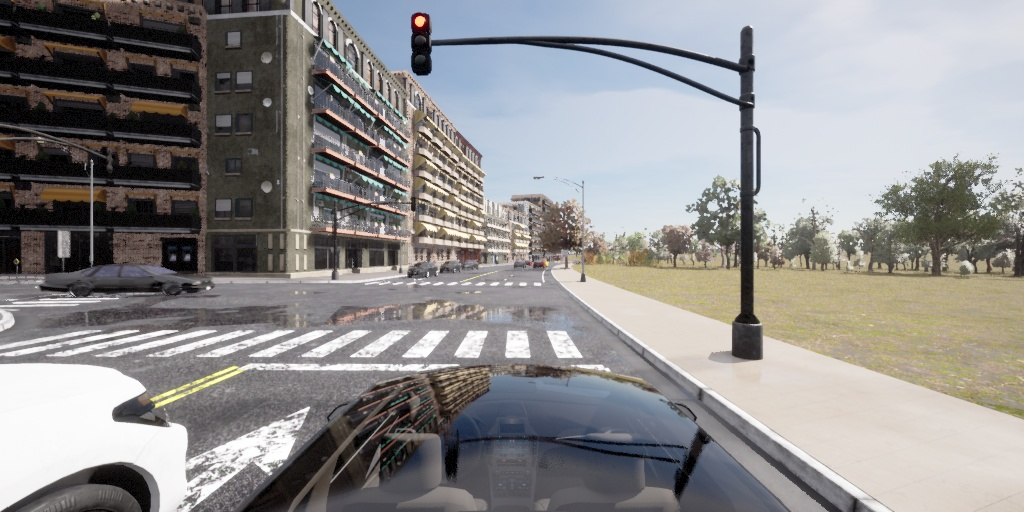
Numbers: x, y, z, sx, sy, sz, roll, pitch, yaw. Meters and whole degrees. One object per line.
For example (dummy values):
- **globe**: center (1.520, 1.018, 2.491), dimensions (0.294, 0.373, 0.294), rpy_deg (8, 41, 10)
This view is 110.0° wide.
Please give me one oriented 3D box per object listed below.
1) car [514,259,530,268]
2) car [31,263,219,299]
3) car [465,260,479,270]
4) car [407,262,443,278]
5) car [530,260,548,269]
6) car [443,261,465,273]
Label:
- **car**: center (1.445, 1.425, 63.823), dimensions (2.128, 1.511, 4.902), rpy_deg (0, 0, 9)
- **car**: center (-16.788, 1.061, 15.987), dimensions (5.357, 1.411, 2.033), rpy_deg (1, 0, -19)
- **car**: center (-6.396, 1.378, 54.941), dimensions (2.128, 1.511, 4.902), rpy_deg (0, 0, 7)
- **car**: center (-8.497, 1.313, 34.524), dimensions (1.837, 1.490, 4.892), rpy_deg (0, 0, 5)
- **car**: center (4.878, 1.414, 63.852), dimensions (1.882, 1.535, 5.008), rpy_deg (0, 0, 9)
- **car**: center (-7.584, 1.351, 44.622), dimensions (1.837, 1.490, 4.892), rpy_deg (0, 0, 6)
